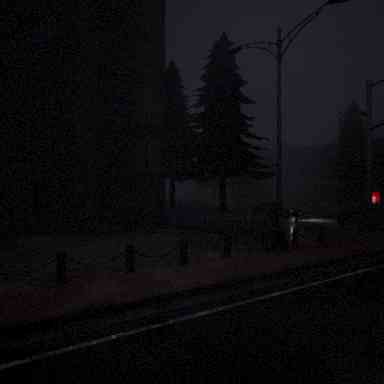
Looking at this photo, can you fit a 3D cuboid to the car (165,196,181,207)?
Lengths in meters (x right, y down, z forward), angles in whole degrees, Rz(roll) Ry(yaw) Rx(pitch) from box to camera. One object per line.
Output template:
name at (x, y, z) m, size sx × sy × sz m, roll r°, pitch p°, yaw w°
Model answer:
car at (-3.591, 1.616, 50.451) m, size 1.895 × 1.301 × 4.718 m, roll 0°, pitch 0°, yaw -34°

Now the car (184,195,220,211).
car at (1.330, 1.493, 37.662) m, size 1.882 × 1.535 × 5.008 m, roll 0°, pitch 0°, yaw -37°

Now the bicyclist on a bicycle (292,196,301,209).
bicyclist on a bicycle at (11.472, 1.316, 36.639) m, size 1.656 × 1.620 × 0.582 m, roll 0°, pitch 0°, yaw -37°

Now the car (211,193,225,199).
car at (7.253, 1.092, 94.506) m, size 1.905 × 1.878 × 3.866 m, roll 0°, pitch 0°, yaw -37°

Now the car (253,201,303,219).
car at (7.536, 1.541, 29.474) m, size 1.812 × 1.442 × 4.674 m, roll 0°, pitch 0°, yaw -38°

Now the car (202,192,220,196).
car at (5.165, 1.113, 92.444) m, size 1.932 × 1.855 × 4.605 m, roll 0°, pitch 0°, yaw -37°
